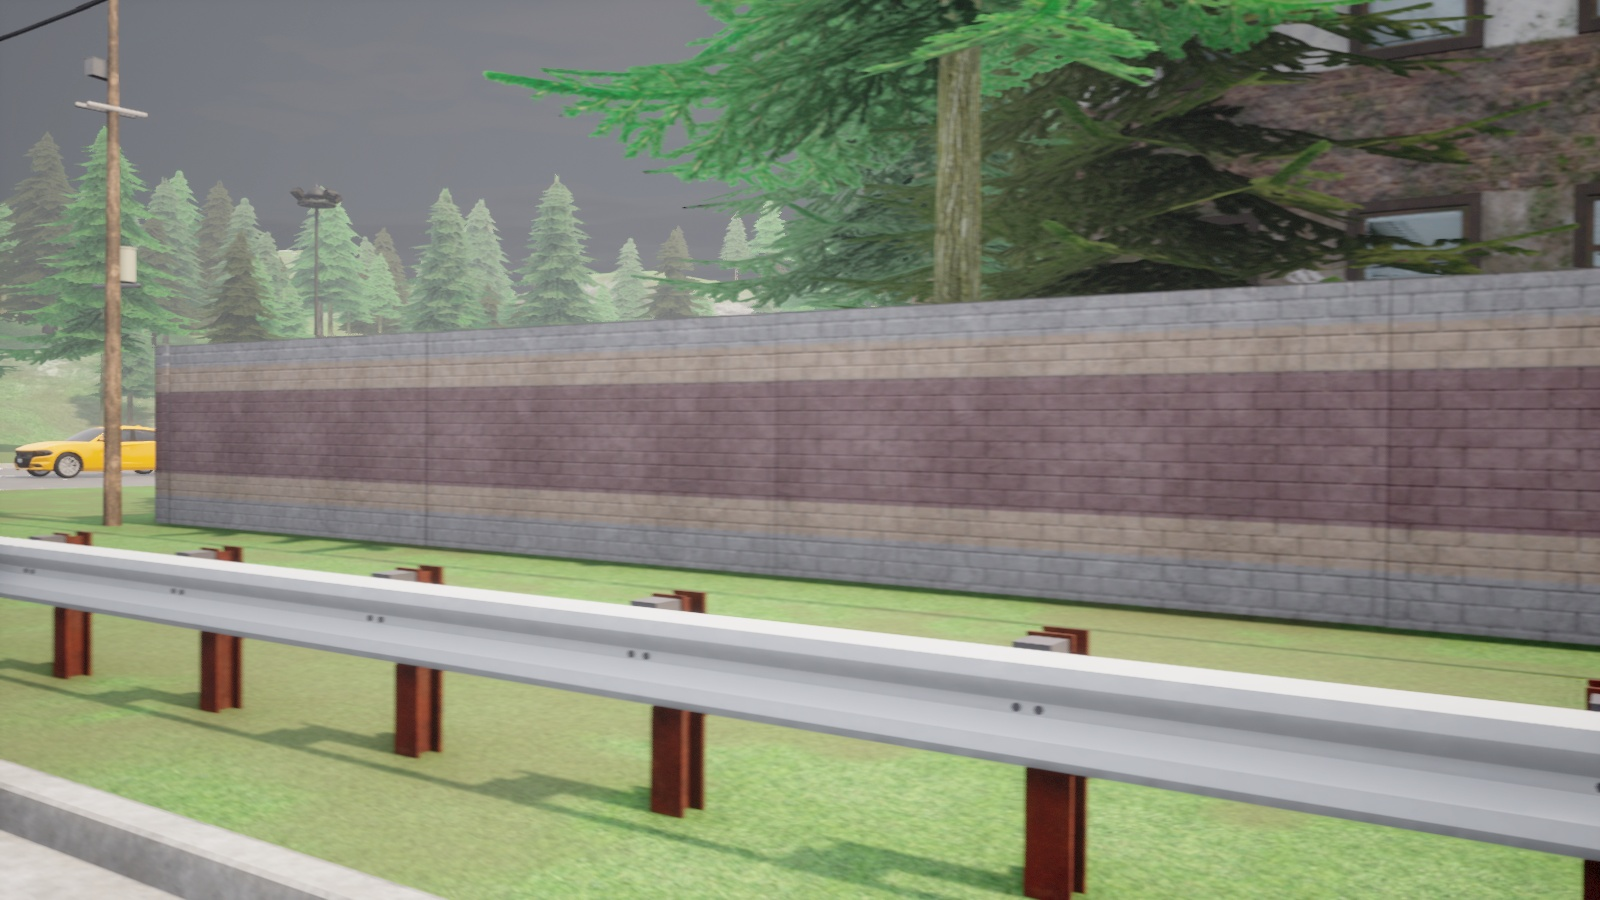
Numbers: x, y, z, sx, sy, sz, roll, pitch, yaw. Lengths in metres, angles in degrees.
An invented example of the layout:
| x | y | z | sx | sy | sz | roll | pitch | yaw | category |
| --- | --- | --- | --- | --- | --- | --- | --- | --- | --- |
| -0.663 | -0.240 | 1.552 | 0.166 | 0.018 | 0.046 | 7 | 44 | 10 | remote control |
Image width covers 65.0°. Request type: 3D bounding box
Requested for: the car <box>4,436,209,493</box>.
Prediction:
| x | y | z | sx | sy | sz | roll | pitch | yaw | category |
| --- | --- | --- | --- | --- | --- | --- | --- | --- | --- |
| -20.469 | 0.386 | 37.297 | 1.882 | 1.535 | 5.008 | 0 | 1 | 34 | car |
